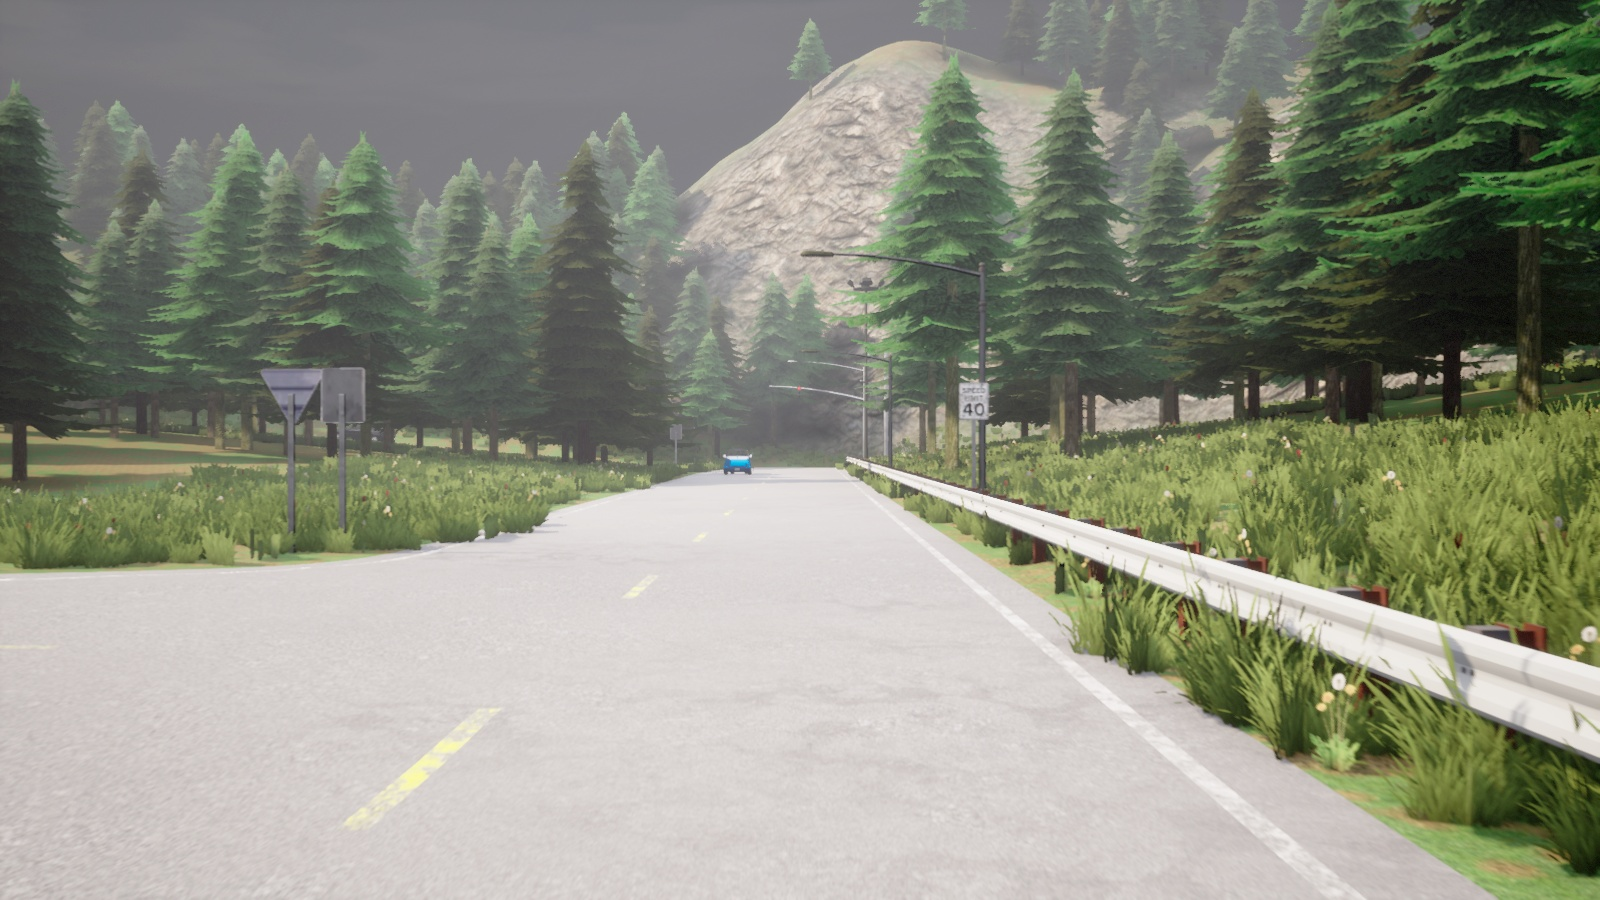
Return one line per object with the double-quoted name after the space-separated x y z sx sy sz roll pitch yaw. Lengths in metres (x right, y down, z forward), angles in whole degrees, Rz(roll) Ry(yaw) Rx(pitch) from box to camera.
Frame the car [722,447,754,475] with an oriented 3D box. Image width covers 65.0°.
-3.109 0.540 63.193 1.481 1.376 2.207 0 0 0 "car"
